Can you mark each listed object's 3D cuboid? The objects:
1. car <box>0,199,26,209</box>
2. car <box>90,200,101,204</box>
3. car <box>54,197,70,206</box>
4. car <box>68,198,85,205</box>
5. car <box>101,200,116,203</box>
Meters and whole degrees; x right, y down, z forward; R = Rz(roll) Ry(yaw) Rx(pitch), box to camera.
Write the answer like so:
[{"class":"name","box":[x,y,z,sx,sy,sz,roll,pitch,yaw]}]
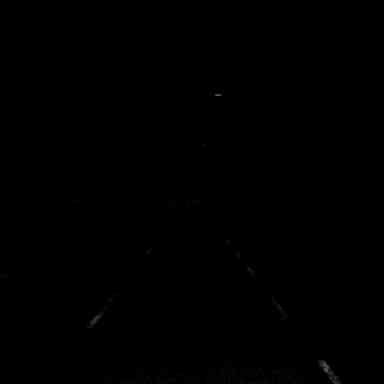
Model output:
[{"class":"car","box":[-17.598,1.632,30.956,2.150,2.045,5.566,0,-1,0]},{"class":"car","box":[-20.998,2.498,72.712,1.994,1.385,4.181,0,-1,0]},{"class":"car","box":[-27.998,2.170,72.270,2.150,2.045,5.566,0,-1,0]},{"class":"car","box":[-24.498,2.470,71.879,1.812,1.442,4.674,0,-1,0]},{"class":"car","box":[-17.498,2.471,71.879,2.128,1.511,4.902,0,-1,0]}]
